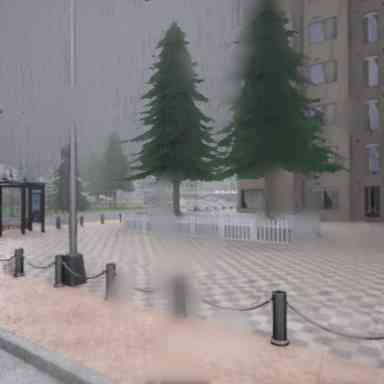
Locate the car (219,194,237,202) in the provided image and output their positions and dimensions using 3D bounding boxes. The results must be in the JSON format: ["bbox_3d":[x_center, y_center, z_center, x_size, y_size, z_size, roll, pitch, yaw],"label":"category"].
[{"bbox_3d":[9.526,1.732,84.752,3.633,1.501,1.845,-1,0,35],"label":"car"}]

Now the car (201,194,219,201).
[{"bbox_3d":[5.167,1.807,91.456,3.806,1.475,1.970,-1,0,35],"label":"car"}]
